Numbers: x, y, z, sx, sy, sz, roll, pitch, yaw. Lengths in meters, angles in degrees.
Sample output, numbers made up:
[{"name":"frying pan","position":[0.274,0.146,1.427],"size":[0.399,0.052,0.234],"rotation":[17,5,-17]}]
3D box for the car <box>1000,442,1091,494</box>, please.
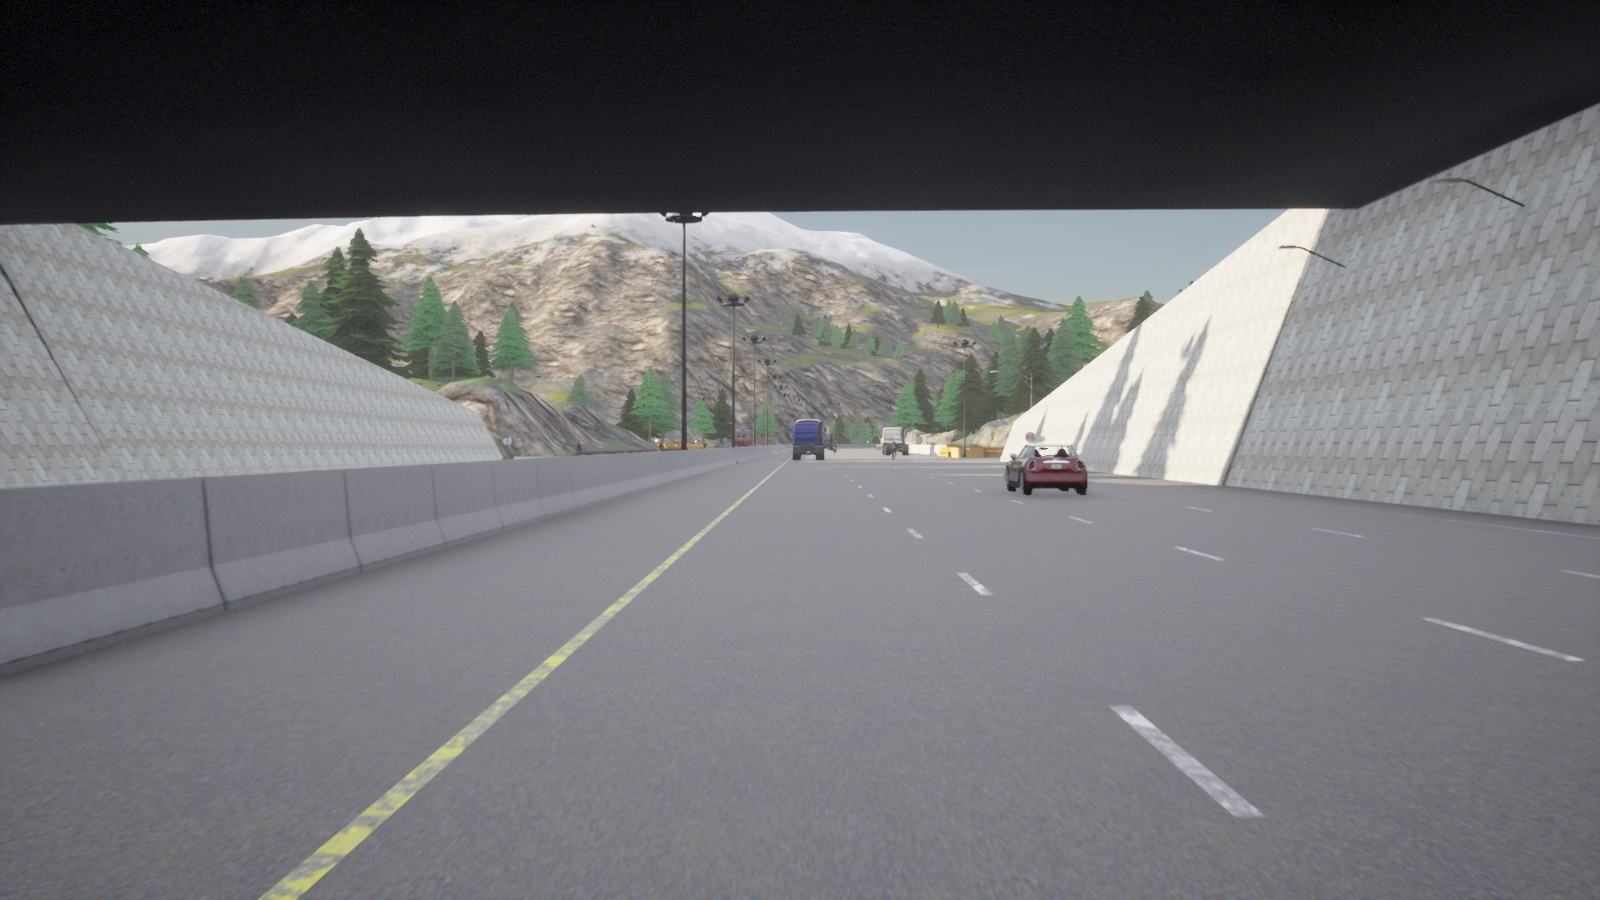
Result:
[{"name":"car","position":[7.244,0.507,37.380],"size":[1.970,1.475,3.806],"rotation":[0,0,0]}]
